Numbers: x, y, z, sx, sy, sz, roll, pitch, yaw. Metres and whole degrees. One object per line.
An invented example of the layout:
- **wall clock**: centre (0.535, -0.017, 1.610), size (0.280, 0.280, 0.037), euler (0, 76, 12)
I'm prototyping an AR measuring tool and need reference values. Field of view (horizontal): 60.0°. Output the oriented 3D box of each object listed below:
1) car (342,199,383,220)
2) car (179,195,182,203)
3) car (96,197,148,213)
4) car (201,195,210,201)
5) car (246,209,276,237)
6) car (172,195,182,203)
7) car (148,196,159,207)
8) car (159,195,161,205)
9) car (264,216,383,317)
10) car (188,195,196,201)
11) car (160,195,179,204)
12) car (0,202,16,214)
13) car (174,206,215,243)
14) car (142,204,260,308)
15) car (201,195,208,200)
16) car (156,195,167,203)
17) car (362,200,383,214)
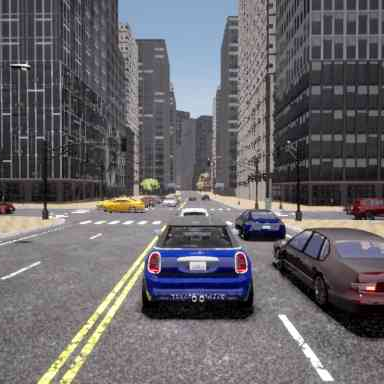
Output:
- **car**: centre (16.237, 1.518, 28.752), size (5.009, 1.841, 2.192), euler (1, 0, 1)
- **car**: centre (-3.252, 1.498, 59.431), size (2.033, 1.411, 5.357), euler (0, 0, 0)
- **car**: centre (-7.509, 1.375, 34.931), size (5.008, 1.535, 1.882), euler (1, 1, 1)
- **car**: centre (3.352, 1.422, 80.398), size (1.837, 1.490, 4.892), euler (0, 0, 0)
- **car**: centre (3.370, 1.554, 16.997), size (1.994, 1.385, 4.181), euler (0, 0, 0)
- **car**: centre (-3.163, 1.415, 69.647), size (1.882, 1.535, 5.008), euler (0, 0, 0)
- **car**: centre (-6.528, 1.440, 49.989), size (1.882, 1.535, 5.008), euler (0, 0, 0)
- **car**: centre (-6.501, 1.498, 59.915), size (2.033, 1.411, 5.357), euler (0, 0, 0)
- **car**: centre (3.359, 1.544, 7.758), size (2.033, 1.411, 5.357), euler (0, 0, 0)
- **car**: centre (0.101, 1.448, 79.762), size (2.128, 1.511, 4.902), euler (0, 0, 0)
- **car**: centre (-3.279, 1.488, 49.741), size (1.812, 1.442, 4.674), euler (0, 0, 0)
- **car**: centre (-19.353, 1.407, 31.971), size (4.181, 1.385, 1.994), euler (1, 1, 1)
- **car**: centre (0.120, 1.516, 16.954), size (1.812, 1.442, 4.674), euler (0, 0, 0)
- **car**: centre (0.109, 1.348, 8.097), size (2.097, 1.767, 4.553), euler (0, 0, 0)
- **car**: centre (3.366, 1.501, 90.421), size (1.895, 1.301, 4.718), euler (0, 0, 0)
- **car**: centre (-6.412, 1.415, 70.285), size (1.882, 1.535, 5.008), euler (0, 0, 0)
- **car**: centre (21.856, 1.642, 37.031), size (4.829, 1.417, 1.752), euler (1, 0, 1)
